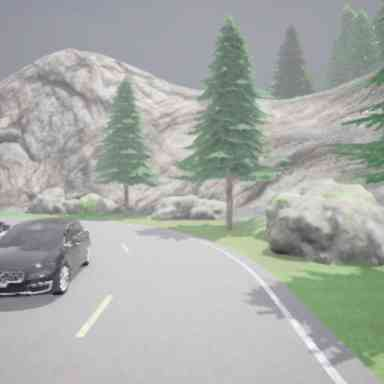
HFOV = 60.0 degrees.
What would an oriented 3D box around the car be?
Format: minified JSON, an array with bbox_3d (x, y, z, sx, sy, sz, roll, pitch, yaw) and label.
[{"bbox_3d":[-3.854,1.500,8.646,1.837,1.490,4.892,0,0,-7],"label":"car"}]
